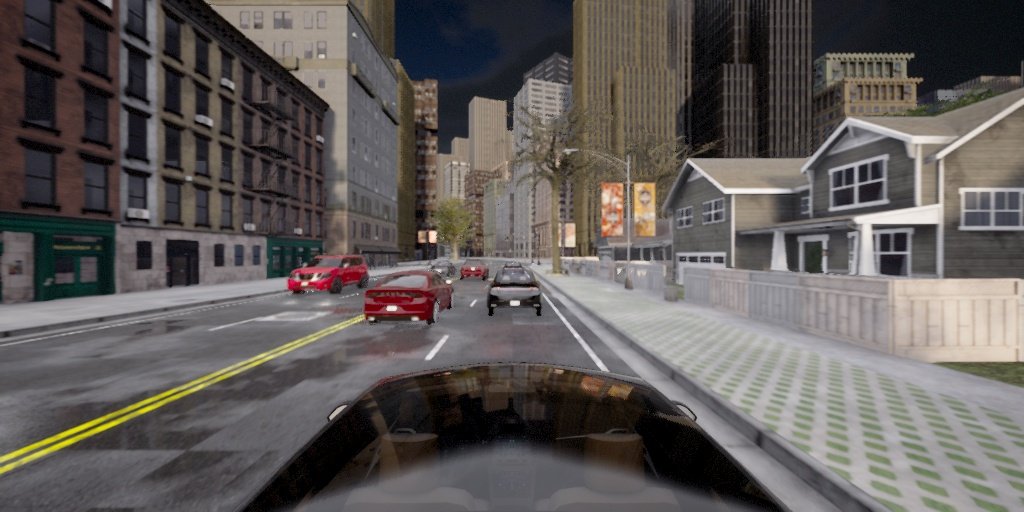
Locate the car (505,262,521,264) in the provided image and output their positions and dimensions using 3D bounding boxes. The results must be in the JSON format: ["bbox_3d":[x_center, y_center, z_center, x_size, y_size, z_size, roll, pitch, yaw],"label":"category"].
[{"bbox_3d":[0.095,1.220,31.424,2.128,1.511,4.902,0,0,0],"label":"car"}]

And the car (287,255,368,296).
[{"bbox_3d":[-9.849,0.964,19.801,2.150,2.045,5.566,0,0,0],"label":"car"}]

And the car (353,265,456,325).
[{"bbox_3d":[-3.152,1.226,11.886,1.882,1.535,5.008,0,0,0],"label":"car"}]

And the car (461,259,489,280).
[{"bbox_3d":[-3.155,1.081,31.121,2.097,1.767,4.553,0,0,0],"label":"car"}]

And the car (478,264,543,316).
[{"bbox_3d":[0.097,1.239,13.487,2.128,1.511,4.902,0,0,0],"label":"car"}]

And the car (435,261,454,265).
[{"bbox_3d":[-6.531,1.216,34.040,2.128,1.511,4.902,0,0,0],"label":"car"}]
